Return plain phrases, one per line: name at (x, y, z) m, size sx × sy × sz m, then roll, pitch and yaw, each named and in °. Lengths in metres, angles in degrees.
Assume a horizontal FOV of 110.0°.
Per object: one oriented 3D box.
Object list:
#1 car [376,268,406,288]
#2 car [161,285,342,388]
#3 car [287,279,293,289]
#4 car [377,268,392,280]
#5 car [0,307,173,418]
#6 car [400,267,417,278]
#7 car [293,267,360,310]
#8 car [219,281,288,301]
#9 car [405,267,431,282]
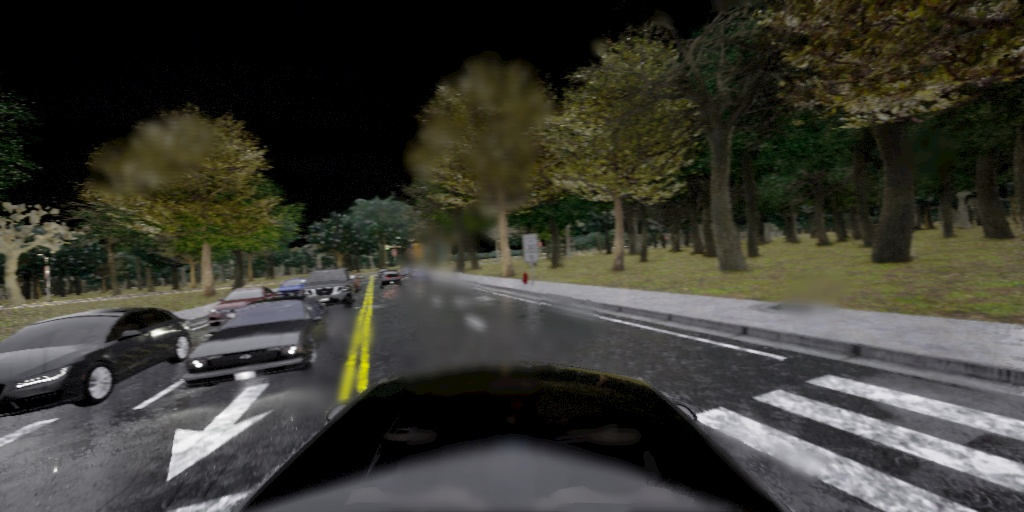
car at (-11.065, 2.052, 32.637) m, size 1.837 × 1.490 × 4.892 m, roll -4°, pitch 0°, yaw -21°
car at (-5.495, 1.707, 8.555) m, size 2.033 × 1.411 × 5.357 m, roll -4°, pitch 0°, yaw -21°
car at (-15.965, 2.409, 26.784) m, size 1.882 × 1.535 × 5.008 m, roll -4°, pitch 0°, yaw -21°
car at (-18.413, 2.560, 51.743) m, size 1.837 × 1.490 × 4.892 m, roll -4°, pitch 0°, yaw -21°
car at (-8.455, 1.892, 7.203) m, size 1.837 × 1.490 × 4.892 m, roll -4°, pitch 0°, yaw -21°
car at (-14.927, 2.356, 51.572) m, size 1.994 × 1.385 × 4.181 m, roll -4°, pitch 0°, yaw -20°
car at (-9.366, 1.661, 18.561) m, size 2.150 × 2.045 × 5.566 m, roll -4°, pitch 0°, yaw -21°
car at (-11.998, 2.170, 16.440) m, size 1.812 × 1.442 × 4.674 m, roll -4°, pitch 0°, yaw -21°
car at (-9.911, 1.995, 38.411) m, size 2.033 × 1.411 × 5.357 m, roll -4°, pitch 0°, yaw -21°
